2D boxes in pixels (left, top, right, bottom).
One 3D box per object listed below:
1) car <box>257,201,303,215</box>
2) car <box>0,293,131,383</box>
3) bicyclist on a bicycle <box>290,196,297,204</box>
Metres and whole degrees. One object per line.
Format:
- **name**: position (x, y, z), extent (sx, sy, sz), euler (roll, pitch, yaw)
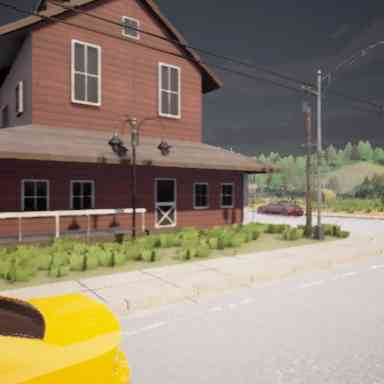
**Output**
- **car**: position (8.037, 1.521, 30.658), extent (1.994, 1.385, 4.181), euler (0, 0, -36)
- **car**: position (-2.847, 1.479, 1.935), extent (5.008, 1.535, 1.882), euler (0, 0, -35)
- **bicyclist on a bicycle**: position (10.333, 1.255, 33.931), extent (1.656, 1.620, 0.582), euler (0, 0, -36)
